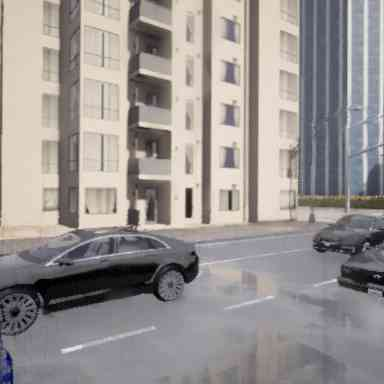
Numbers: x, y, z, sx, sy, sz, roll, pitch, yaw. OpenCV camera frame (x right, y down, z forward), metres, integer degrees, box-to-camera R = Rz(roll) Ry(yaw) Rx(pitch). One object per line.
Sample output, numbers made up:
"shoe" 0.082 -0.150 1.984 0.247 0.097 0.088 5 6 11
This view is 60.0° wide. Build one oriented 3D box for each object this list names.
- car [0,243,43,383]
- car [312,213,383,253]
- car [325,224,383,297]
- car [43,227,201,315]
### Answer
"car" -3.820 1.206 1.257 5.566 2.045 2.150 1 -1 -36
"car" 6.739 1.613 13.073 4.892 1.490 1.837 1 0 -35
"car" 5.800 1.625 8.123 5.357 1.411 2.033 1 0 -35
"car" -2.083 1.513 6.798 4.902 1.511 2.128 1 0 -36
